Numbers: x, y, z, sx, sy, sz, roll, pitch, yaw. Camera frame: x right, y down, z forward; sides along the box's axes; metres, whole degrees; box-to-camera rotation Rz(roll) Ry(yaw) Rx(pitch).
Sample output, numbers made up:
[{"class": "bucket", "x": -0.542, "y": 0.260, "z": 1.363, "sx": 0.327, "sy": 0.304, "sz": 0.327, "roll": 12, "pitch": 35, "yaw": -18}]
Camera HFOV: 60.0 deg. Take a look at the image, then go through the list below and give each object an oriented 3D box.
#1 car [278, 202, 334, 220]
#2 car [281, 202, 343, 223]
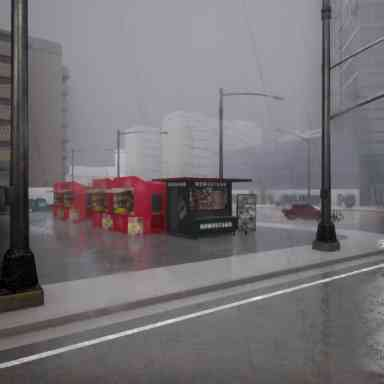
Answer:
[{"class": "car", "x": 10.436, "y": 1.663, "z": 30.712, "sx": 1.812, "sy": 1.442, "sz": 4.674, "roll": 0, "pitch": 0, "yaw": -36}, {"class": "car", "x": 9.436, "y": 1.628, "z": 26.126, "sx": 1.812, "sy": 1.442, "sz": 4.674, "roll": 0, "pitch": -1, "yaw": -36}]
